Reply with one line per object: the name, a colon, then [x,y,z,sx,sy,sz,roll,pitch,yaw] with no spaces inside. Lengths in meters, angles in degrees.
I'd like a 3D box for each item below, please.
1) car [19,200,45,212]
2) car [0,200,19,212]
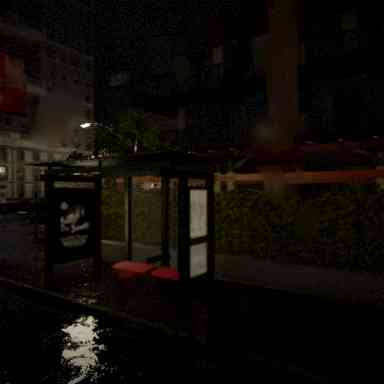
car: [-17.399,1.579,39.085,1.994,1.385,4.181,0,0,35]
car: [-21.080,1.618,39.938,1.895,1.301,4.718,0,0,35]
